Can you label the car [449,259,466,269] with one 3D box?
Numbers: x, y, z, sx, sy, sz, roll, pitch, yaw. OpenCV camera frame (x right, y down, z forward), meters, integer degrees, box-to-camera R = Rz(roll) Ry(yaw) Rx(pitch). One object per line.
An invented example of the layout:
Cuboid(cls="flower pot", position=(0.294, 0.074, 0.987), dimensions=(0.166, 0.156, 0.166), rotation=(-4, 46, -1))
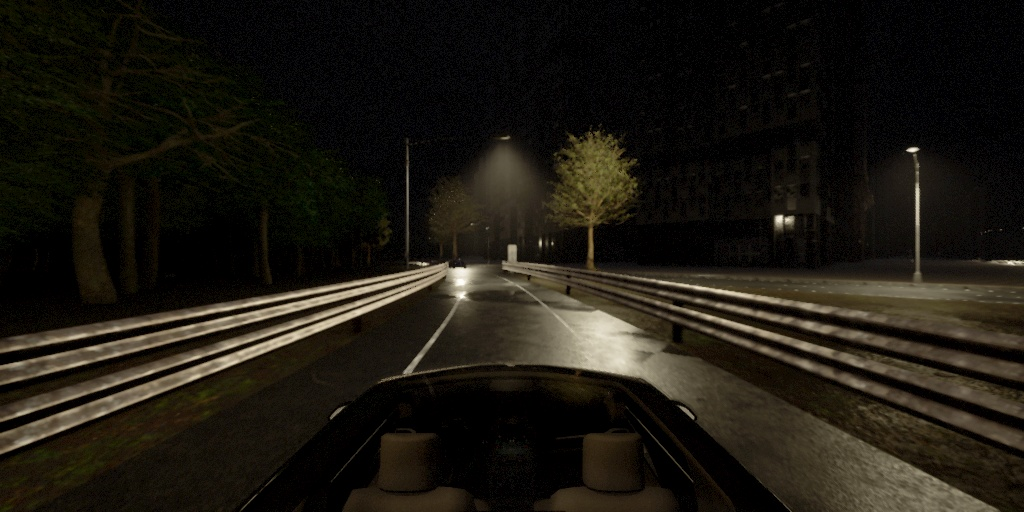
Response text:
Cuboid(cls="car", position=(-8.008, 1.151, 52.988), dimensions=(1.812, 1.442, 4.674), rotation=(0, 0, -19))
